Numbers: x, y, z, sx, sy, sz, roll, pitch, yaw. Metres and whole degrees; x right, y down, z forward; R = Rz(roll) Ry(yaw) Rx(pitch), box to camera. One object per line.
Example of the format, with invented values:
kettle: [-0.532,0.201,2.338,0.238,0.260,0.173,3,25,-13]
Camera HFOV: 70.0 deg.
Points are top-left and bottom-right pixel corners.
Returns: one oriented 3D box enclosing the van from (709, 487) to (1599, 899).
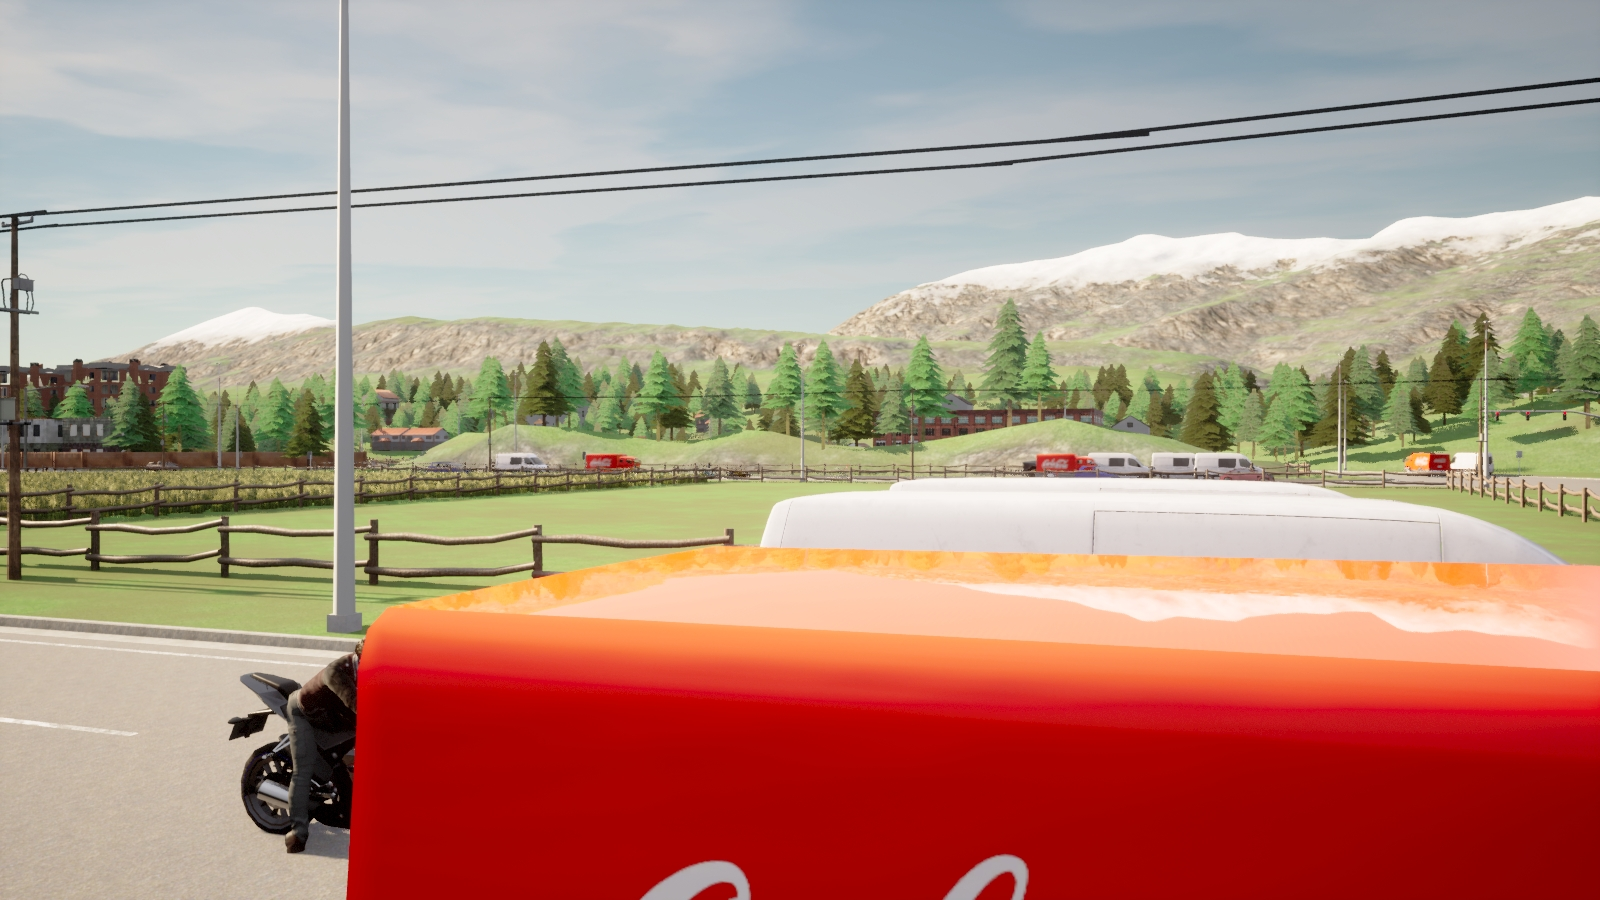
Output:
van: [2.633,1.535,6.060,5.915,2.561,1.988,0,0,20]

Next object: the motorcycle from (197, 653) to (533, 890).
motorcycle: [-3.100,2.209,8.150,2.209,1.251,0.867,0,0,20]

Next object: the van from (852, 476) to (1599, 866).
van: [3.552,1.535,9.450,5.915,2.561,1.988,0,0,20]

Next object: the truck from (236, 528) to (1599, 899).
truck: [1.689,1.568,2.754,5.204,2.467,2.627,0,0,21]
